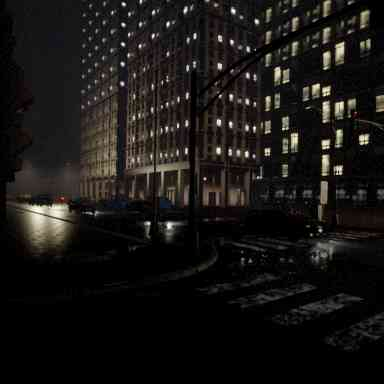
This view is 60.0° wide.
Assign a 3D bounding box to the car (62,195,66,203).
[{"bbox_3d":[-18.925,1.456,54.157,2.128,1.511,4.902,1,-1,-35],"label":"car"}]

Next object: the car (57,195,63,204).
[{"bbox_3d":[-24.911,1.307,62.585,2.097,1.767,4.553,1,-1,-35],"label":"car"}]

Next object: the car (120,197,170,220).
[{"bbox_3d":[-3.756,1.417,27.290,1.882,1.535,5.008,1,-1,-35],"label":"car"}]

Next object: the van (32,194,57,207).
[{"bbox_3d":[-20.725,1.197,46.701,1.690,1.788,3.998,1,-1,-35],"label":"van"}]

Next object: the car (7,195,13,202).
[{"bbox_3d":[-37.088,1.397,69.722,1.947,1.339,4.313,1,-1,-35],"label":"car"}]

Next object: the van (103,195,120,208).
[{"bbox_3d":[-10.623,1.368,46.950,1.690,1.788,3.998,1,-1,-35],"label":"van"}]

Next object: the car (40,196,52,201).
[{"bbox_3d":[-36.802,1.570,83.784,1.802,1.307,4.206,1,-1,-35],"label":"car"}]

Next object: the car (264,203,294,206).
[{"bbox_3d":[5.734,1.505,23.926,1.967,1.590,4.097,1,-1,-35],"label":"car"}]

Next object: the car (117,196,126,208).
[{"bbox_3d":[-7.355,1.584,42.343,2.008,1.369,4.403,1,-1,-35],"label":"car"}]

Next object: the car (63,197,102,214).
[{"bbox_3d":[-10.914,1.427,32.886,2.008,1.369,4.403,1,-1,-35],"label":"car"}]

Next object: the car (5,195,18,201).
[{"bbox_3d":[-40.359,1.378,74.327,2.008,1.369,4.403,1,-1,-35],"label":"car"}]

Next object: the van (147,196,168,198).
[{"bbox_3d":[-4.080,1.382,37.741,1.690,1.788,3.998,1,-1,-35],"label":"van"}]

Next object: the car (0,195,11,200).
[{"bbox_3d":[-46.807,1.365,83.400,1.752,1.417,4.829,1,-1,-35],"label":"car"}]

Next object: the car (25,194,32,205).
[{"bbox_3d":[-24.001,1.432,51.304,1.802,1.307,4.206,1,-1,-35],"label":"car"}]

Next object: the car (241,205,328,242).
[{"bbox_3d":[4.448,1.533,16.396,1.994,1.385,4.181,1,-1,-41],"label":"car"}]

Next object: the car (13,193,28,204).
[{"bbox_3d":[-30.540,1.155,60.515,2.192,1.841,5.009,1,-1,-35],"label":"car"}]
